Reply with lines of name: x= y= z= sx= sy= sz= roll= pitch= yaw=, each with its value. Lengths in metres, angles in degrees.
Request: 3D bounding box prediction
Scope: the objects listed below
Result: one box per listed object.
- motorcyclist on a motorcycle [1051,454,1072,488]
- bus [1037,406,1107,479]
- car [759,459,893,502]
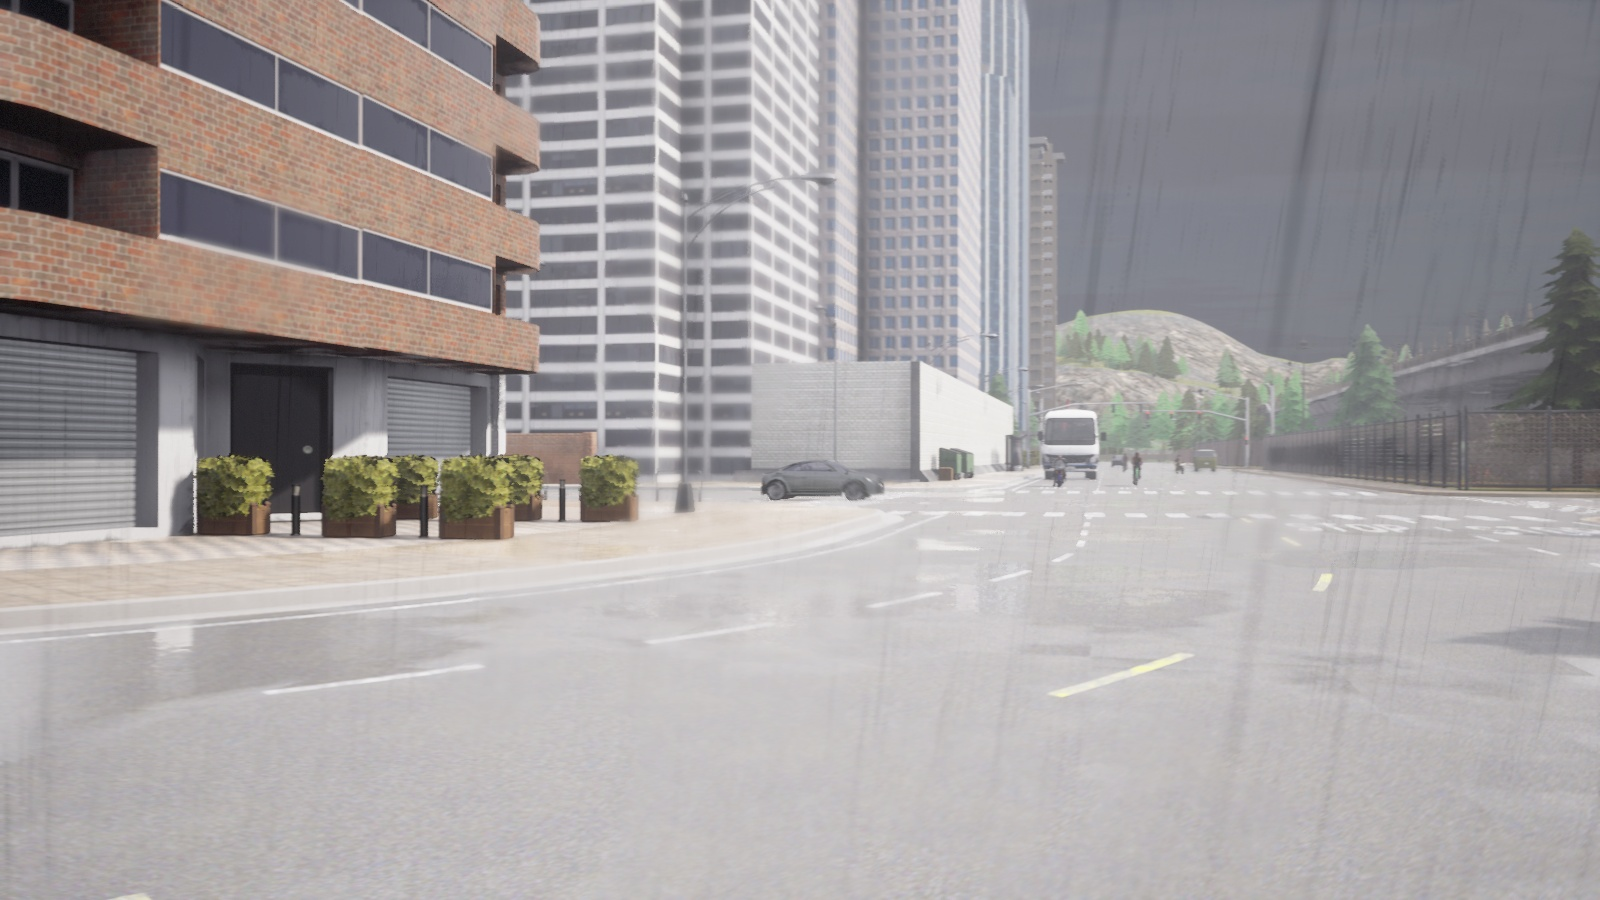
motorcyclist on a motorcycle: x=12.191 y=0.953 z=58.429 sx=0.866 sy=1.530 sz=2.191 roll=0 pitch=0 yaw=14
bus: x=17.085 y=-0.402 z=78.178 sx=3.944 sy=4.253 sz=10.273 roll=0 pitch=0 yaw=14
car: x=0.904 y=1.013 z=42.250 sx=4.181 sy=1.385 sz=1.994 roll=0 pitch=0 yaw=12
